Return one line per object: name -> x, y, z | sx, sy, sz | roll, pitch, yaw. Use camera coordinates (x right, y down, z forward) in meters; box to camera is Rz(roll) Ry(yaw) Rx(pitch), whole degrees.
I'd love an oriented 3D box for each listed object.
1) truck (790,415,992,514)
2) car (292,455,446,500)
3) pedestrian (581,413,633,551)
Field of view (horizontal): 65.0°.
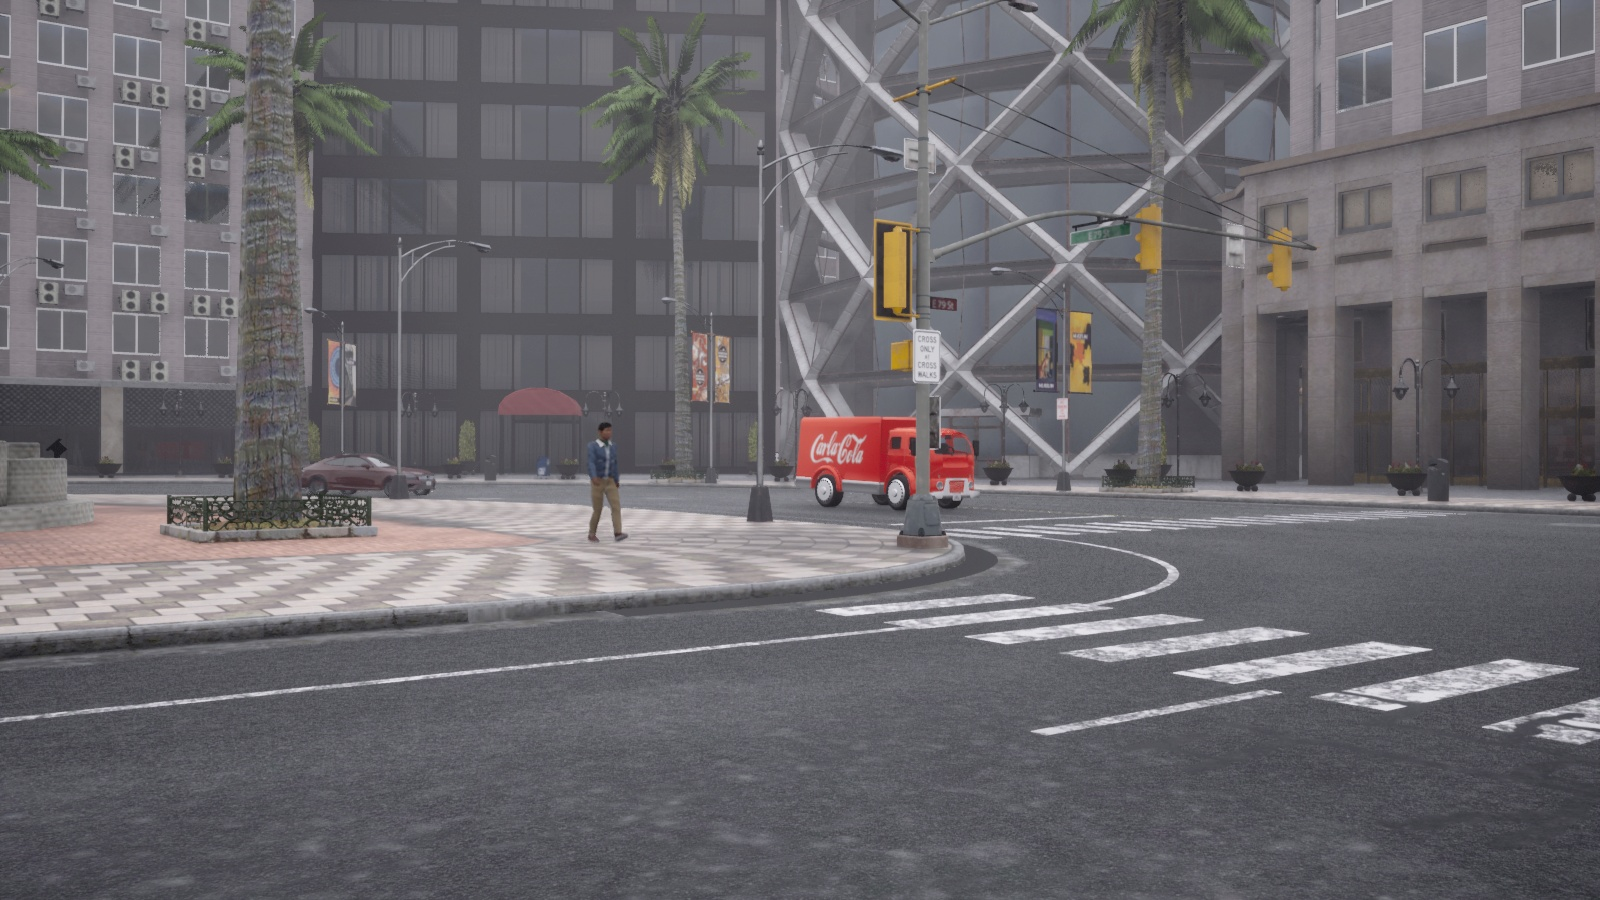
truck -> 2.392, 0.321, 34.434 | 2.627, 2.467, 5.204 | 0, 1, -39
car -> -14.427, 0.904, 42.104 | 4.674, 1.442, 1.812 | 0, 0, 16
pedestrian -> -2.811, 0.452, 18.237 | 0.423, 1.949, 0.788 | 0, 0, -36
